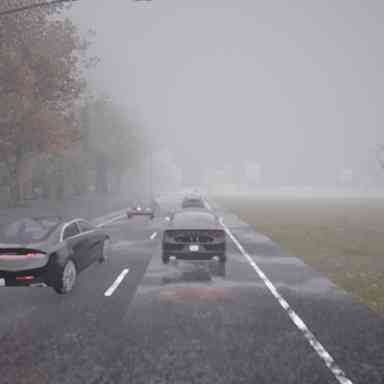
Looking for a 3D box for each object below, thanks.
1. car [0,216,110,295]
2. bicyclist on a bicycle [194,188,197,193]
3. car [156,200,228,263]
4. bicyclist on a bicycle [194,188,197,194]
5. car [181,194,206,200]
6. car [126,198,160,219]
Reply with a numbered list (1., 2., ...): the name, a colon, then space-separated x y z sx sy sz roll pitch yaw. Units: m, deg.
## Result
1. car: -3.431 1.338 8.307 2.128 1.511 4.902 0 1 1
2. bicyclist on a bicycle: 1.037 -0.141 82.581 0.659 1.776 1.843 0 1 0
3. car: 0.085 1.270 11.213 1.882 1.535 5.008 0 1 1
4. bicyclist on a bicycle: 1.042 -0.234 91.584 0.866 1.612 1.509 0 1 0
5. car: 0.113 0.970 29.079 1.837 1.490 4.892 0 1 0
6. car: -3.412 1.105 24.054 2.033 1.411 5.357 0 1 0
